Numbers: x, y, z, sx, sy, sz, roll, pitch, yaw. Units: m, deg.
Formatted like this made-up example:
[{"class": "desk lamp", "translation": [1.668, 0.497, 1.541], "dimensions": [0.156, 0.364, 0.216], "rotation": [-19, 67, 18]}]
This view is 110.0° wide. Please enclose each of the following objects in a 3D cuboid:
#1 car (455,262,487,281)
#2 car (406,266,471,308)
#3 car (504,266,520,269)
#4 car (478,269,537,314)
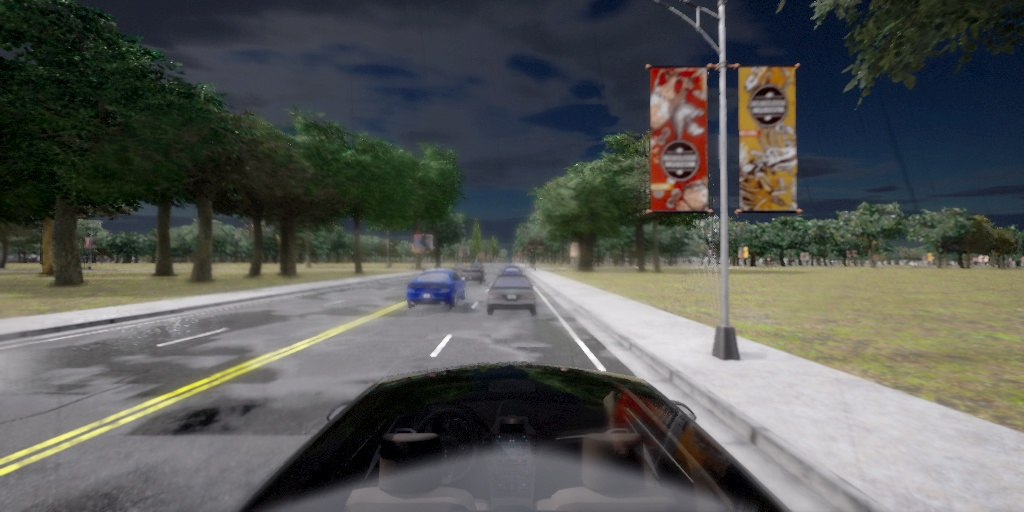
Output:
[{"class": "car", "translation": [-3.227, 1.553, 30.363], "dimensions": [2.128, 1.511, 4.902], "rotation": [0, -1, 0]}, {"class": "car", "translation": [-3.223, 1.380, 16.106], "dimensions": [1.882, 1.535, 5.008], "rotation": [0, 0, 0]}, {"class": "car", "translation": [0.026, 1.590, 30.754], "dimensions": [1.812, 1.442, 4.674], "rotation": [0, 0, 0]}, {"class": "car", "translation": [0.011, 1.432, 14.404], "dimensions": [2.033, 1.411, 5.357], "rotation": [0, -1, 1]}]
